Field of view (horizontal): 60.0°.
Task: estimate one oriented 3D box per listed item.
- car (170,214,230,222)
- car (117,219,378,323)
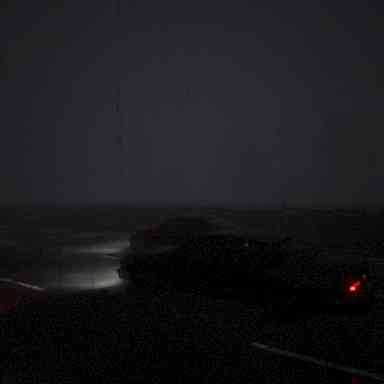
[{"bbox_3d":[-0.162,1.517,11.992,4.674,1.442,1.812,-1,0,34],"label":"car"},{"bbox_3d":[0.865,1.528,7.099,5.357,1.411,2.033,-1,0,34],"label":"car"}]
